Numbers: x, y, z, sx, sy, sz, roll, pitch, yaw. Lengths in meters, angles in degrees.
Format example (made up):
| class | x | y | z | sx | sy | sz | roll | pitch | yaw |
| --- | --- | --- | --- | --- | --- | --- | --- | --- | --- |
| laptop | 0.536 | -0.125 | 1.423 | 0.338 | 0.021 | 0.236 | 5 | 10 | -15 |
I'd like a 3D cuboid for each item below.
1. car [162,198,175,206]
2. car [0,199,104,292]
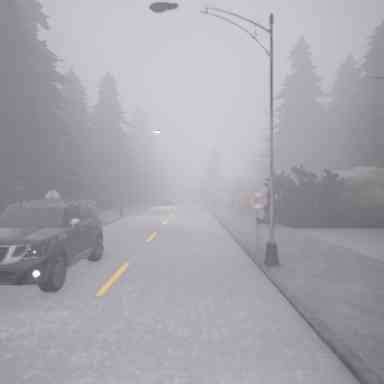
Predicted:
| class | x | y | z | sx | sy | sz | roll | pitch | yaw |
| --- | --- | --- | --- | --- | --- | --- | --- | --- | --- |
| car | -3.966 | 1.712 | 56.588 | 1.895 | 1.301 | 4.718 | 0 | 0 | 1 |
| car | -4.097 | 1.239 | 9.342 | 2.150 | 2.045 | 5.566 | 0 | 0 | 0 |
